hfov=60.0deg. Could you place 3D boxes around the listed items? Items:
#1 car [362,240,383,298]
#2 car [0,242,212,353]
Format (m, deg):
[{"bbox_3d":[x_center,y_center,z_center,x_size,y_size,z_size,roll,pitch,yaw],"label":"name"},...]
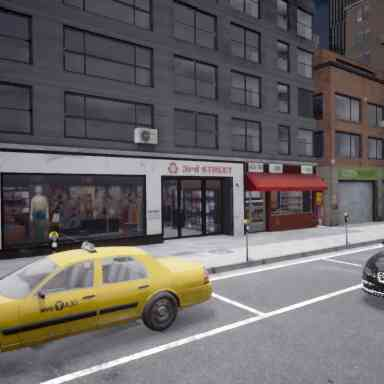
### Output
[{"bbox_3d":[5.711,1.504,7.435,4.892,1.490,1.837,0,0,-35],"label":"car"},{"bbox_3d":[-1.912,1.525,5.295,4.829,1.417,1.752,0,-1,-35],"label":"car"}]
